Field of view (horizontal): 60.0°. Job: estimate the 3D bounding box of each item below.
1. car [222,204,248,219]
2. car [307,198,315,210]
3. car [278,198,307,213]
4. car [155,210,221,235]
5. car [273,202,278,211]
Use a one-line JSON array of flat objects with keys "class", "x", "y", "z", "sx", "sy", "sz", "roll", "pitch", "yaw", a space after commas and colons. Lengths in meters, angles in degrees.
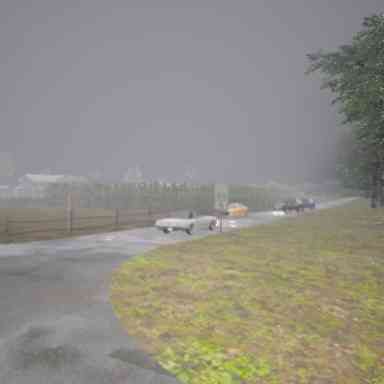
[{"class": "car", "x": 4.306, "y": 1.953, "z": 34.691, "sx": 1.882, "sy": 1.535, "sz": 5.008, "roll": -1, "pitch": -1, "yaw": 29}, {"class": "car", "x": 19.405, "y": 1.974, "z": 56.513, "sx": 2.150, "sy": 2.045, "sz": 5.566, "roll": -1, "pitch": -1, "yaw": 29}, {"class": "car", "x": 14.342, "y": 1.843, "z": 47.101, "sx": 2.150, "sy": 2.045, "sz": 5.566, "roll": -1, "pitch": -1, "yaw": 29}, {"class": "car", "x": -0.188, "y": 1.815, "z": 20.461, "sx": 1.895, "sy": 1.301, "sz": 4.718, "roll": -1, "pitch": -1, "yaw": 29}, {"class": "car", "x": 14.135, "y": 2.233, "z": 52.567, "sx": 2.128, "sy": 1.511, "sz": 4.902, "roll": -1, "pitch": -1, "yaw": 29}]
